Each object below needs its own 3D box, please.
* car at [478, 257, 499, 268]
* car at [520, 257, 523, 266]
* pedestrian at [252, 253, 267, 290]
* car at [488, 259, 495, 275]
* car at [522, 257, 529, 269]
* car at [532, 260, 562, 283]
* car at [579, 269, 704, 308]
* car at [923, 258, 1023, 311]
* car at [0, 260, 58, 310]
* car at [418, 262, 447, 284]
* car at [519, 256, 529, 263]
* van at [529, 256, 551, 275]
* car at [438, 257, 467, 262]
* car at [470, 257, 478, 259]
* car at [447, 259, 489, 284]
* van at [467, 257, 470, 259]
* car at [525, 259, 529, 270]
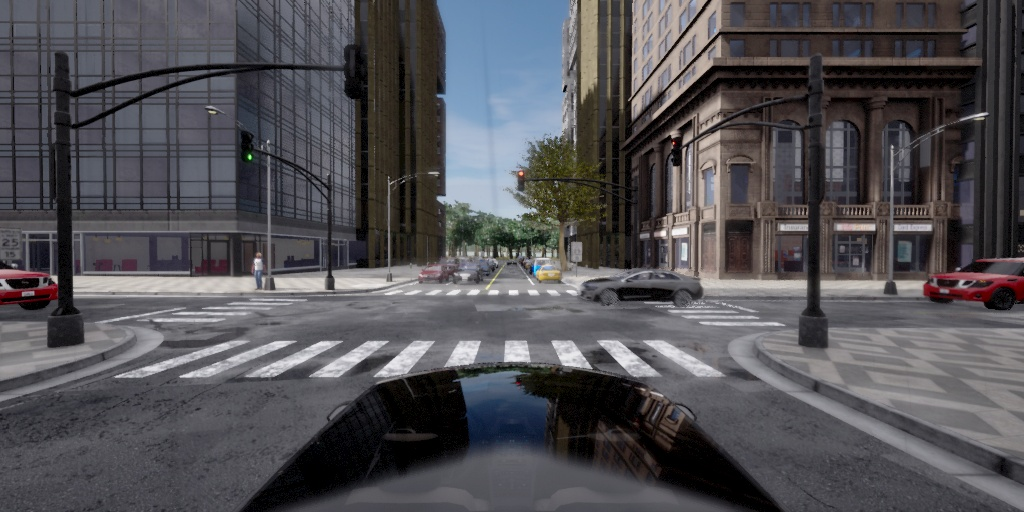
[{"bbox_3d":[-3.140,1.182,46.434,2.128,1.511,4.902,0,0,0],"label":"car"},{"bbox_3d":[2.699,1.212,55.406,1.888,1.381,4.507,0,0,0],"label":"car"},{"bbox_3d":[-12.542,0.741,17.809,0.375,1.860,0.375,0,0,0],"label":"pedestrian"},{"bbox_3d":[-3.134,1.260,36.323,2.033,1.411,5.357,0,0,0],"label":"car"},{"bbox_3d":[2.705,1.207,49.897,1.751,1.417,4.829,0,0,0],"label":"car"},{"bbox_3d":[2.732,1.254,27.178,1.751,1.417,4.829,0,0,0],"label":"car"},{"bbox_3d":[5.278,1.269,14.833,4.902,1.511,2.128,0,1,0],"label":"car"},{"bbox_3d":[20.709,1.097,14.878,5.566,2.045,2.150,0,1,0],"label":"car"},{"bbox_3d":[-18.386,0.841,11.553,5.566,2.045,2.150,1,1,0],"label":"car"},{"bbox_3d":[-5.793,1.310,26.989,1.802,1.307,4.207,0,0,0],"label":"car"},{"bbox_3d":[2.692,1.201,61.085,2.007,1.370,4.403,0,0,0],"label":"car"},{"bbox_3d":[2.726,1.060,32.688,1.690,1.789,3.998,0,0,0],"label":"van"},{"bbox_3d":[-5.800,1.034,32.669,2.192,1.841,5.009,0,0,0],"label":"car"},{"bbox_3d":[-5.813,1.011,44.030,2.192,1.841,5.009,0,0,0],"label":"car"},{"bbox_3d":[-3.135,1.220,26.500,2.128,1.511,4.902,0,0,1],"label":"car"},{"bbox_3d":[-5.806,1.049,38.350,1.690,1.789,3.998,0,0,0],"label":"van"},{"bbox_3d":[2.719,1.274,38.368,1.948,1.339,4.313,0,0,0],"label":"car"}]
